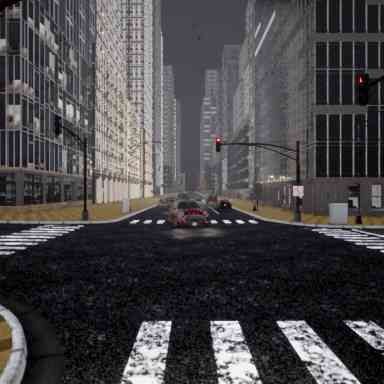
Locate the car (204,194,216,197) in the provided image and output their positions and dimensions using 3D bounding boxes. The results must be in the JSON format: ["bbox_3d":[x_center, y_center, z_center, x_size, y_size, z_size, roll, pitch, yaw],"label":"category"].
[{"bbox_3d":[3.807,1.313,63.894,2.192,1.841,5.009,0,0,0],"label":"car"}]

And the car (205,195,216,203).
[{"bbox_3d":[3.785,1.432,69.423,1.967,1.590,4.097,0,0,0],"label":"car"}]

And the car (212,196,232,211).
[{"bbox_3d":[3.941,1.579,41.786,1.947,1.339,4.313,0,0,0],"label":"car"}]

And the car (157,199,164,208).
[{"bbox_3d":[-4.010,1.593,47.281,1.802,1.307,4.206,0,0,0],"label":"car"}]

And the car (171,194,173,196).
[{"bbox_3d":[-4.073,1.564,63.864,1.947,1.339,4.313,0,0,0],"label":"car"}]

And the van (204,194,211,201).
[{"bbox_3d":[3.742,1.321,80.478,1.690,1.788,3.998,0,0,0],"label":"van"}]

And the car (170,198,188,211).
[{"bbox_3d":[-1.523,1.561,41.746,2.033,1.411,5.357,0,0,0],"label":"car"}]

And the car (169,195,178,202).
[{"bbox_3d":[-4.116,1.426,74.920,1.967,1.590,4.097,0,0,0],"label":"car"}]

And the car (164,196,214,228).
[{"bbox_3d":[-0.340,1.372,22.492,2.097,1.767,4.553,0,0,-13],"label":"car"}]

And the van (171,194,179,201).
[{"bbox_3d":[-4.138,1.321,80.447,1.690,1.788,3.998,0,0,0],"label":"van"}]

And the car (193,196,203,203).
[{"bbox_3d":[1.218,1.529,72.899,2.033,1.411,5.357,0,0,0],"label":"car"}]

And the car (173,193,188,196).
[{"bbox_3d":[-1.564,1.219,57.529,2.150,2.045,5.566,0,1,0],"label":"car"}]
